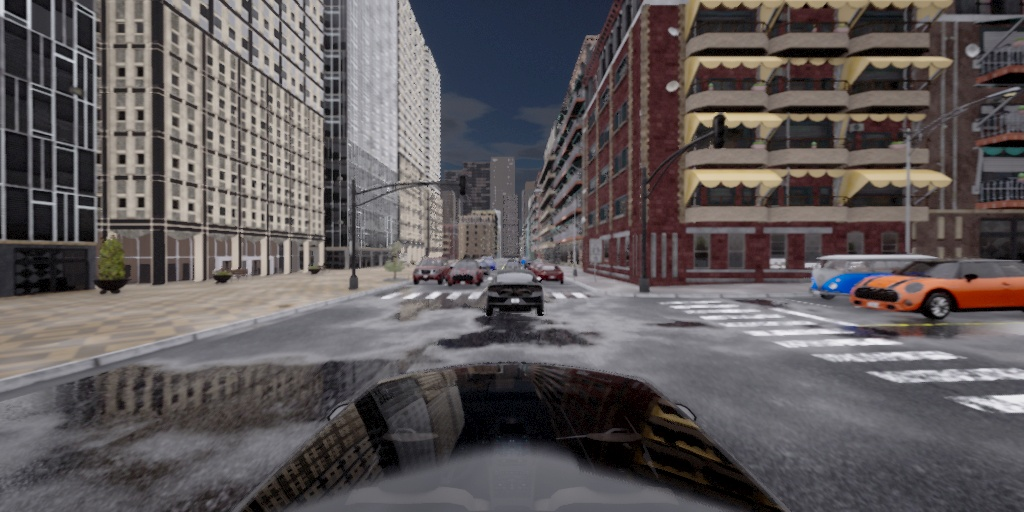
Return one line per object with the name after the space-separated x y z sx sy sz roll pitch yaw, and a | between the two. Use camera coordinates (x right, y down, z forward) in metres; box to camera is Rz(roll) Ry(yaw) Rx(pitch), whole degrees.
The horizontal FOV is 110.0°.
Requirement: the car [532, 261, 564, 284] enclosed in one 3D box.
2.689 1.263 26.115 1.888 1.381 4.507 0 0 0 | car

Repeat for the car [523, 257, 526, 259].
2.689 1.260 53.753 1.948 1.339 4.313 0 0 0 | car

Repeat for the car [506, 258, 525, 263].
0.098 1.251 40.839 2.033 1.411 5.357 0 0 0 | car

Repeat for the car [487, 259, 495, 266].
-3.082 1.256 34.769 2.033 1.411 5.357 0 0 0 | car

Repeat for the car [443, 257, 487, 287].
-3.069 1.072 24.442 2.097 1.767 4.553 0 0 -1 | car

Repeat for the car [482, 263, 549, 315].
0.099 1.211 13.446 1.882 1.535 5.008 0 0 0 | car

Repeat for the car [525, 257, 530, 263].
2.689 1.146 37.170 1.967 1.591 4.097 0 0 0 | car

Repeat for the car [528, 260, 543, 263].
2.689 1.257 31.642 1.888 1.381 4.507 0 0 0 | car

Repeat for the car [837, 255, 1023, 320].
13.309 0.876 11.061 4.553 1.767 2.097 -1 0 -1 | car

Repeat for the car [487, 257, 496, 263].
-3.079 1.177 46.316 1.882 1.535 5.008 0 1 0 | car

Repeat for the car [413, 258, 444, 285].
-5.691 1.033 26.116 2.192 1.841 5.009 0 0 0 | car

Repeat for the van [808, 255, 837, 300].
13.720 0.842 13.687 3.998 1.789 1.690 0 0 0 | van
